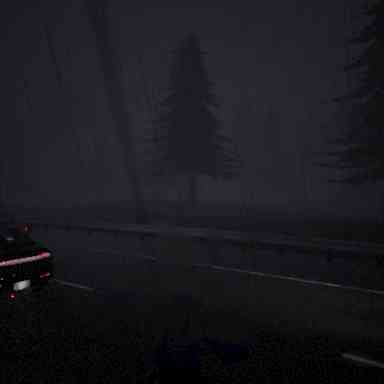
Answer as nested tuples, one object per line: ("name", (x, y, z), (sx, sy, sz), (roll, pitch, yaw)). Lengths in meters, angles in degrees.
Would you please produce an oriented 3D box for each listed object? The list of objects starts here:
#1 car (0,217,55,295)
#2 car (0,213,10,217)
("car", (-5.074, 1.445, 7.292), (4.902, 1.511, 2.128), (0, 0, 33))
("car", (-8.894, 1.514, 13.864), (4.718, 1.301, 1.895), (0, 0, 31))
